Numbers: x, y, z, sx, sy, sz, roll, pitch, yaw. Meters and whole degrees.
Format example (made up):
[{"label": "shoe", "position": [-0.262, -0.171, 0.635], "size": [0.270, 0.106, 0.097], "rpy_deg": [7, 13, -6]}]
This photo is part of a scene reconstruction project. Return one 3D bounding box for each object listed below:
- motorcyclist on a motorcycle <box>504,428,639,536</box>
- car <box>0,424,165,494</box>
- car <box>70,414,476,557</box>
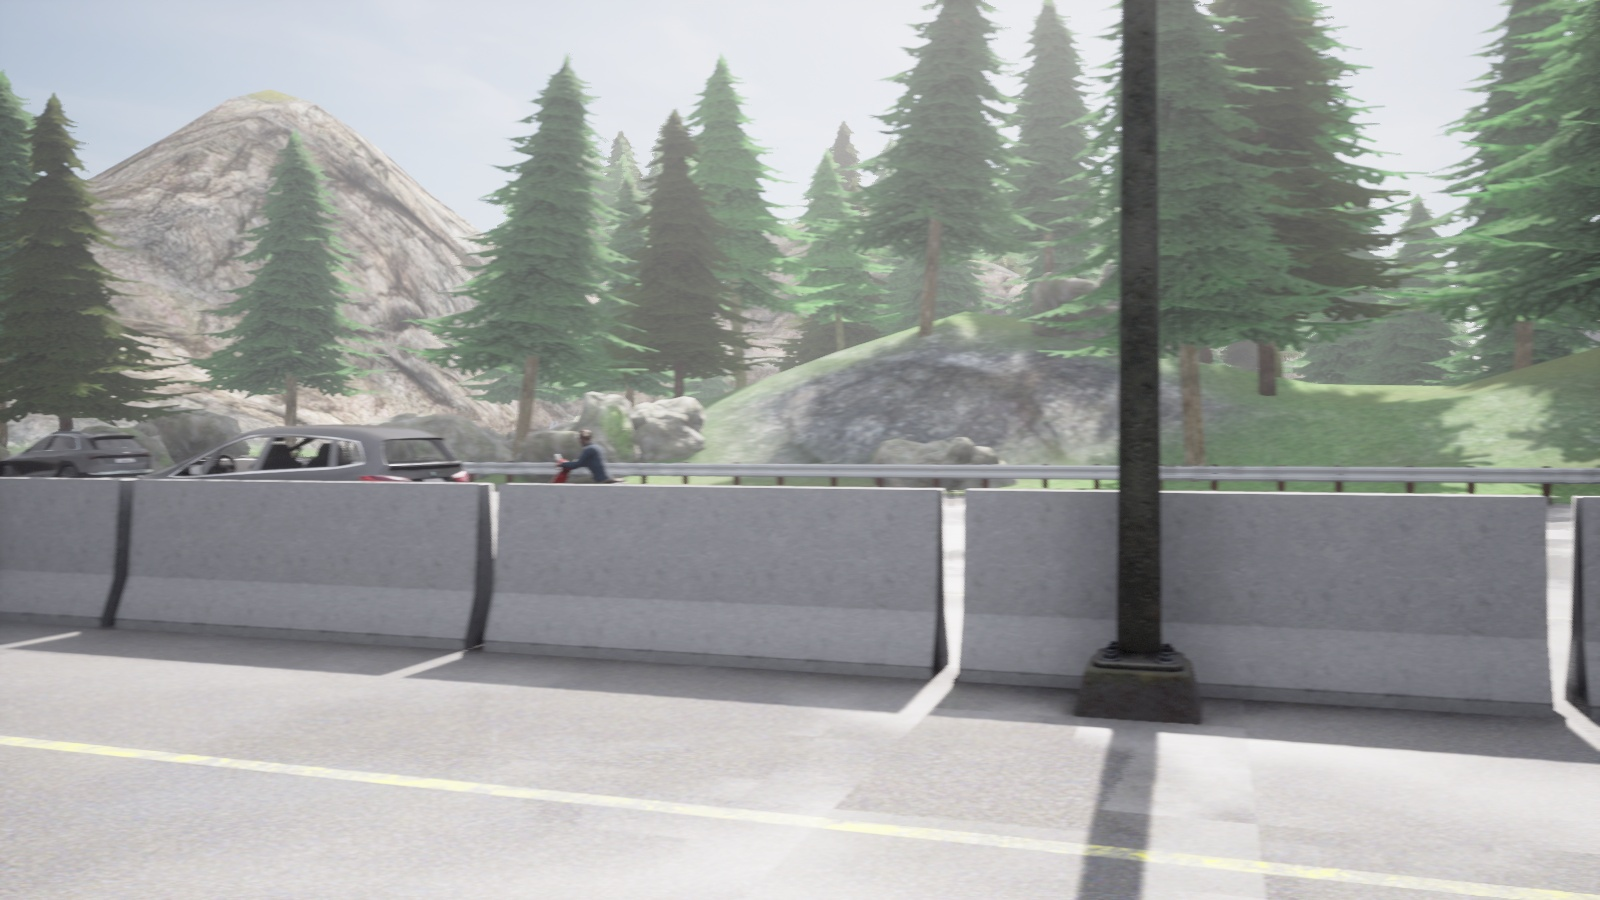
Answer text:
[{"label": "motorcyclist on a motorcycle", "position": [-3.475, 0.463, 19.137], "size": [1.817, 1.590, 0.866], "rpy_deg": [0, 1, 19]}, {"label": "car", "position": [-18.671, 0.176, 32.206], "size": [4.856, 1.649, 2.033], "rpy_deg": [1, 2, 32]}, {"label": "car", "position": [-6.917, 0.383, 16.602], "size": [4.611, 1.667, 2.242], "rpy_deg": [1, 1, 19]}]
